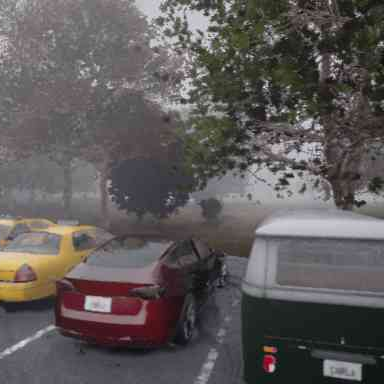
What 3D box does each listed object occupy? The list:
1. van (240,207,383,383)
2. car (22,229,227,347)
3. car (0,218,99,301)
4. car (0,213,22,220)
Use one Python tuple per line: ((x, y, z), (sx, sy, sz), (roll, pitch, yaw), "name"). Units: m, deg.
((1.846, 1.262, 4.894), (1.878, 1.987, 4.442), (0, -1, 16), "van")
((-0.586, 1.515, 6.529), (2.163, 1.488, 4.792), (0, -1, 15), "car")
((-2.953, 1.482, 8.403), (1.946, 1.575, 5.366), (0, -1, 15), "car")
((-5.470, 1.473, 9.767), (1.946, 1.575, 5.366), (1, -1, 15), "car")
